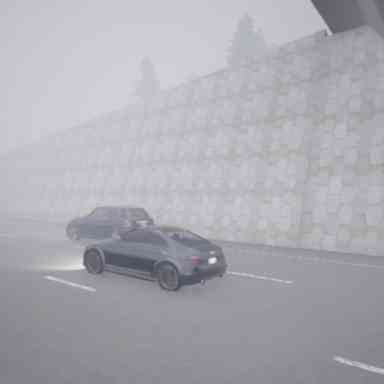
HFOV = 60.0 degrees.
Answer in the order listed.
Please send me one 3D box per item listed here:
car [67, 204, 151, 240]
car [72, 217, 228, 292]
[{"bbox_3d":[-3.817,1.414,15.502,4.553,1.767,2.097,0,0,36],"label":"car"},{"bbox_3d":[-1.123,1.610,9.166,4.181,1.385,1.994,0,0,36],"label":"car"}]
